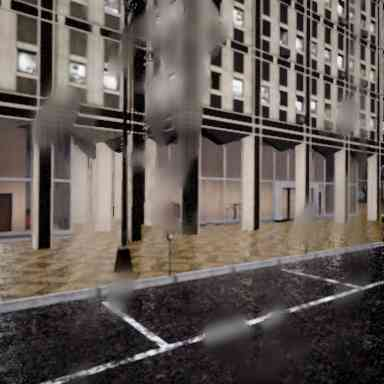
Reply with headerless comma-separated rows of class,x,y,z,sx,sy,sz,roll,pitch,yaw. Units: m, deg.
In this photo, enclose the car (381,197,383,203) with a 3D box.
car,41.993,1.787,69.298,1.802,1.307,4.206,2,0,-36
